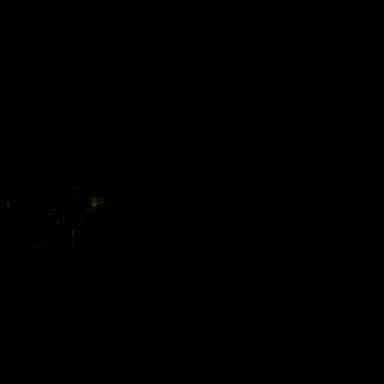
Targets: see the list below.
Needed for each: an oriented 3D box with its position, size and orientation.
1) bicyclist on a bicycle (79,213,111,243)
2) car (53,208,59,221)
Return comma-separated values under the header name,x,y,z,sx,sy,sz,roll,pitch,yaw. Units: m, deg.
name,x,y,z,sx,sy,sz,roll,pitch,yaw
bicyclist on a bicycle,-5.161,1.954,17.838,1.656,1.620,0.582,2,-2,-18
car,-15.263,2.622,39.355,1.837,1.490,4.892,-1,-2,-18
